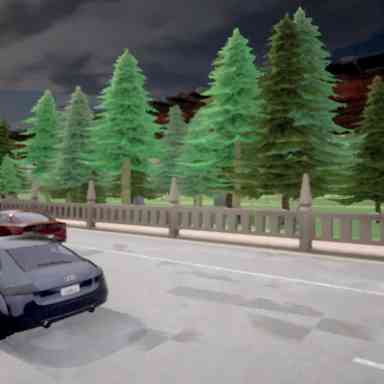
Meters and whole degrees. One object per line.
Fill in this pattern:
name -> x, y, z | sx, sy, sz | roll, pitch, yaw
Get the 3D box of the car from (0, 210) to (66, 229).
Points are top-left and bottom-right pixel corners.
car -> -7.088, 1.458, 13.352 | 5.008, 1.535, 1.882 | 0, 0, 36

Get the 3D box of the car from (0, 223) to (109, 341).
car -> -3.606, 1.555, 6.564 | 4.181, 1.385, 1.994 | 0, 0, 36
